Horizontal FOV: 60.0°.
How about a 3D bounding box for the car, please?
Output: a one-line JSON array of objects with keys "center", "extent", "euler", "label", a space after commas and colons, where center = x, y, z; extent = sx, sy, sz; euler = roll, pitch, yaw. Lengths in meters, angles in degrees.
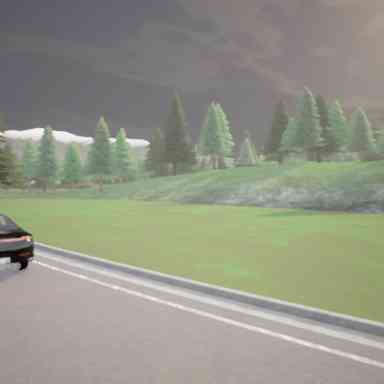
[{"center": [-6.007, 1.245, 8.835], "extent": [4.902, 1.511, 2.128], "euler": [2, 1, 40], "label": "car"}]
